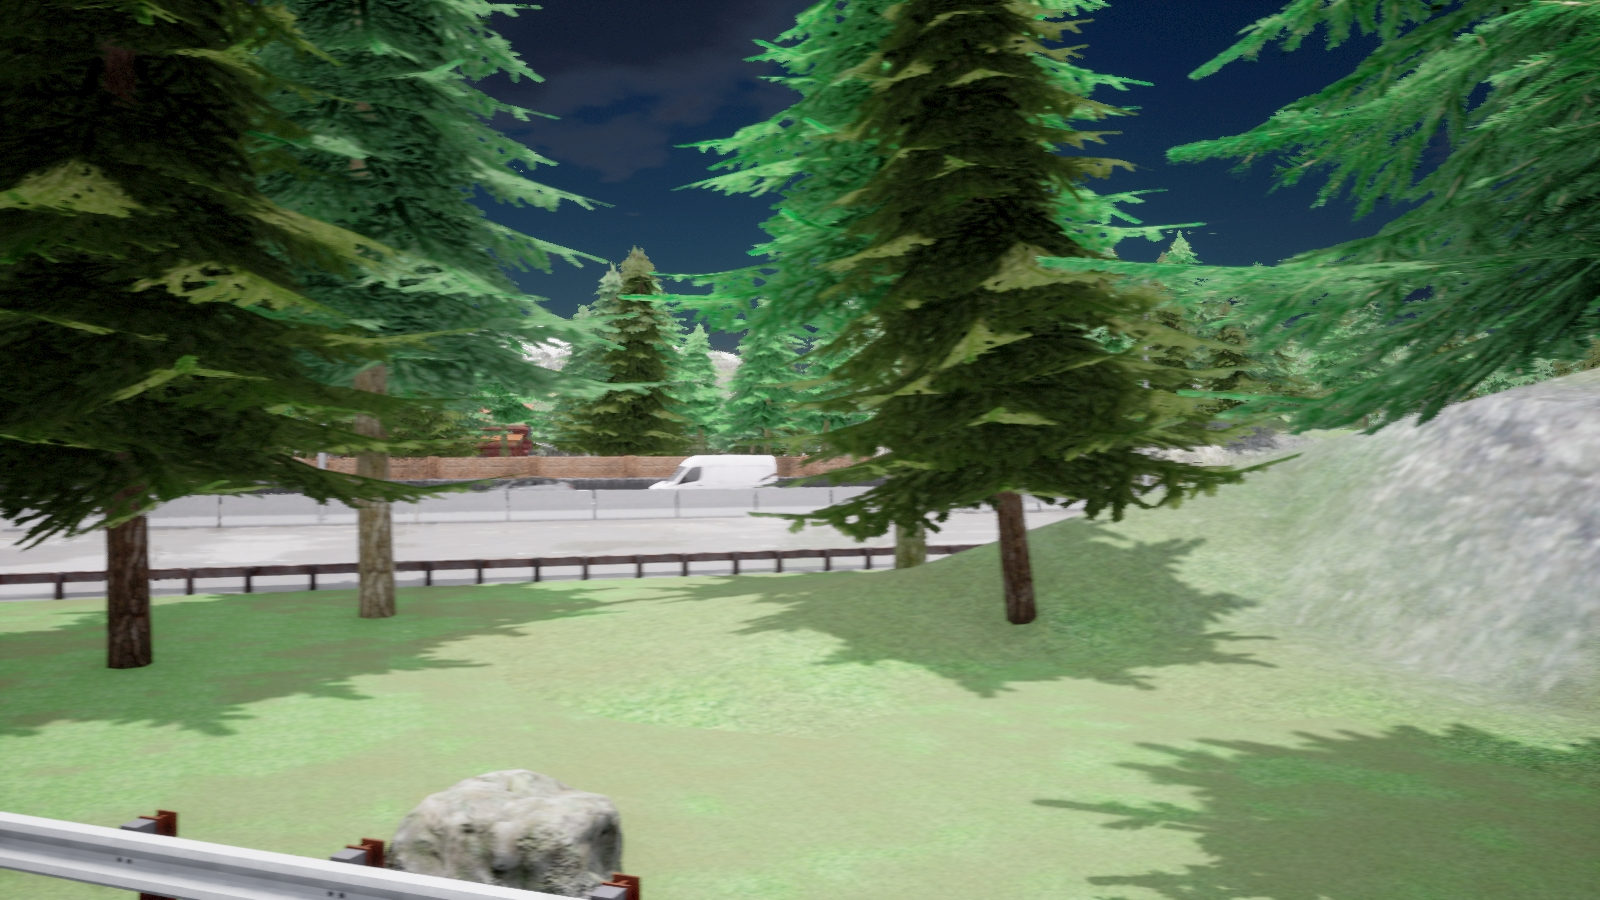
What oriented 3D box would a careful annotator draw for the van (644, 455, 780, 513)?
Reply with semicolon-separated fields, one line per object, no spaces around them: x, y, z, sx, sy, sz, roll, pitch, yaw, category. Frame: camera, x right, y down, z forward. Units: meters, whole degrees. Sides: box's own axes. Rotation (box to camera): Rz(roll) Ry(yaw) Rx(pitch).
-4.038;1.525;52.408;5.915;2.561;1.988;0;0;-19;van

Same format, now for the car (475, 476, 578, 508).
-13.545;2.053;56.587;4.792;1.488;2.163;0;0;-19;car
